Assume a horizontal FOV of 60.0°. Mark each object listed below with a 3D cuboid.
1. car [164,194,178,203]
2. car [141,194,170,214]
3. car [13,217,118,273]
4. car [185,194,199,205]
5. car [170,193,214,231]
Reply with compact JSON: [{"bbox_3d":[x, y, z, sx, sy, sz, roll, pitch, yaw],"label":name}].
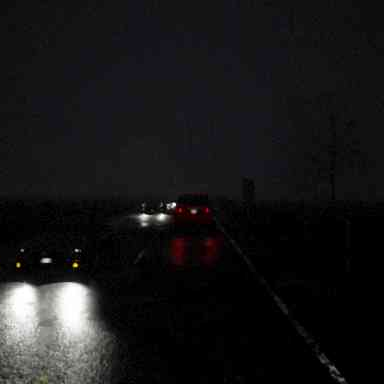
[{"bbox_3d":[-3.529,1.092,56.277,2.128,1.511,4.902,0,0,0],"label":"car"},{"bbox_3d":[-3.607,1.123,32.236,2.097,1.767,4.553,0,0,0],"label":"car"},{"bbox_3d":[-3.603,1.491,10.223,1.994,1.385,4.181,0,0,0],"label":"car"},{"bbox_3d":[-0.021,1.117,52.552,2.128,1.511,4.902,0,0,0],"label":"car"},{"bbox_3d":[0.092,1.081,19.796,2.150,2.045,5.566,0,0,0],"label":"car"}]
